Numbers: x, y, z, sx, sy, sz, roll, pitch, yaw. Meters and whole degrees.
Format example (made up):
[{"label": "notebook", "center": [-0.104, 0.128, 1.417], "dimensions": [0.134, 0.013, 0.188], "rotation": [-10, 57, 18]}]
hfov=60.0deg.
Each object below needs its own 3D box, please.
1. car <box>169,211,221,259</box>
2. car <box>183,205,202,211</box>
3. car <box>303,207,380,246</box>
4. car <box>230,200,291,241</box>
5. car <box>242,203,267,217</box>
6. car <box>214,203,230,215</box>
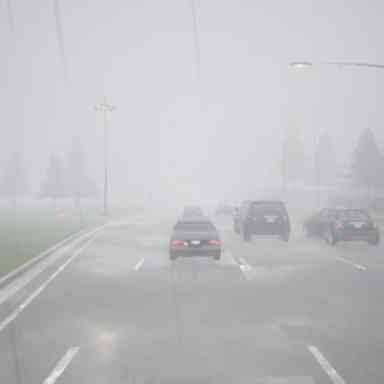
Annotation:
[{"label": "car", "center": [0.105, 1.700, 13.217], "dimensions": [2.033, 1.411, 5.357], "rotation": [0, -1, 0]}, {"label": "car", "center": [0.077, 1.984, 33.441], "dimensions": [1.895, 1.301, 4.718], "rotation": [0, -1, 0]}, {"label": "car", "center": [7.099, 1.512, 16.346], "dimensions": [2.097, 1.767, 4.553], "rotation": [0, -1, 0]}, {"label": "car", "center": [3.597, 1.415, 17.903], "dimensions": [2.150, 2.045, 5.566], "rotation": [0, 0, 0]}, {"label": "car", "center": [7.070, 1.972, 37.998], "dimensions": [1.994, 1.385, 4.181], "rotation": [0, -1, 0]}, {"label": "car", "center": [3.571, 1.944, 37.720], "dimensions": [1.812, 1.442, 4.674], "rotation": [0, -1, 0]}]
